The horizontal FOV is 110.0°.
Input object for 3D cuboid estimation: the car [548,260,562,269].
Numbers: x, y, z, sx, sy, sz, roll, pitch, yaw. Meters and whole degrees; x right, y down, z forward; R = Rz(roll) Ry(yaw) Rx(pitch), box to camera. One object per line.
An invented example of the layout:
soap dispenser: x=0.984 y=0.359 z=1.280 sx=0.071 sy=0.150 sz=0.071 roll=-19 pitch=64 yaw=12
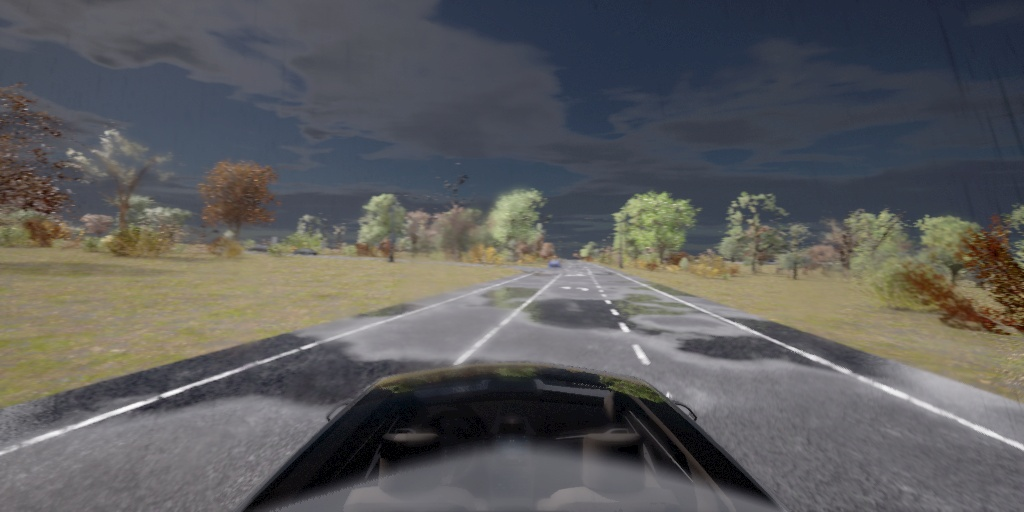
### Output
car: x=6.968 y=1.308 z=57.803 sx=1.882 sy=1.535 sz=5.008 roll=2 pitch=0 yaw=10
